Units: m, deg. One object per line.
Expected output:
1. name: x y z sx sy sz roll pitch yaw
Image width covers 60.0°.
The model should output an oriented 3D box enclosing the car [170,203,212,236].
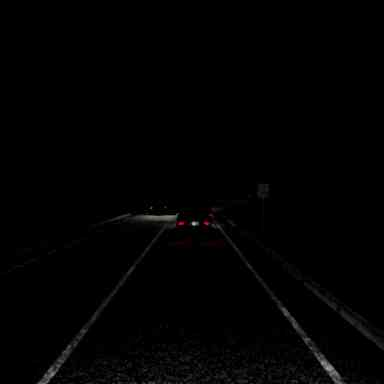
1. car: 0.095 1.553 18.315 2.033 1.411 5.357 0 0 0

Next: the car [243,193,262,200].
1. car: 13.151 0.893 72.218 4.553 1.767 2.097 -1 0 -35

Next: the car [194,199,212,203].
1. car: 1.237 1.499 38.355 2.128 1.511 4.902 0 0 9

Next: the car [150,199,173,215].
1. car: -3.095 1.491 34.627 1.882 1.535 5.008 0 0 4
